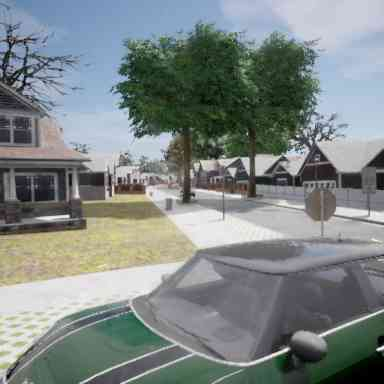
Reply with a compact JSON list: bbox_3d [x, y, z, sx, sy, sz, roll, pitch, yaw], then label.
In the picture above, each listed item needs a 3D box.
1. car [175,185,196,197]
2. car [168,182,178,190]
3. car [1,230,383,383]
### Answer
[{"bbox_3d":[-0.763,0.033,51.126,2.033,1.411,5.357,-2,2,-10],"label":"car"},{"bbox_3d":[-4.331,-1.355,86.863,1.882,1.535,5.008,-2,2,-9],"label":"car"},{"bbox_3d":[0.617,1.347,3.315,4.553,1.767,2.097,0,0,-33],"label":"car"}]
